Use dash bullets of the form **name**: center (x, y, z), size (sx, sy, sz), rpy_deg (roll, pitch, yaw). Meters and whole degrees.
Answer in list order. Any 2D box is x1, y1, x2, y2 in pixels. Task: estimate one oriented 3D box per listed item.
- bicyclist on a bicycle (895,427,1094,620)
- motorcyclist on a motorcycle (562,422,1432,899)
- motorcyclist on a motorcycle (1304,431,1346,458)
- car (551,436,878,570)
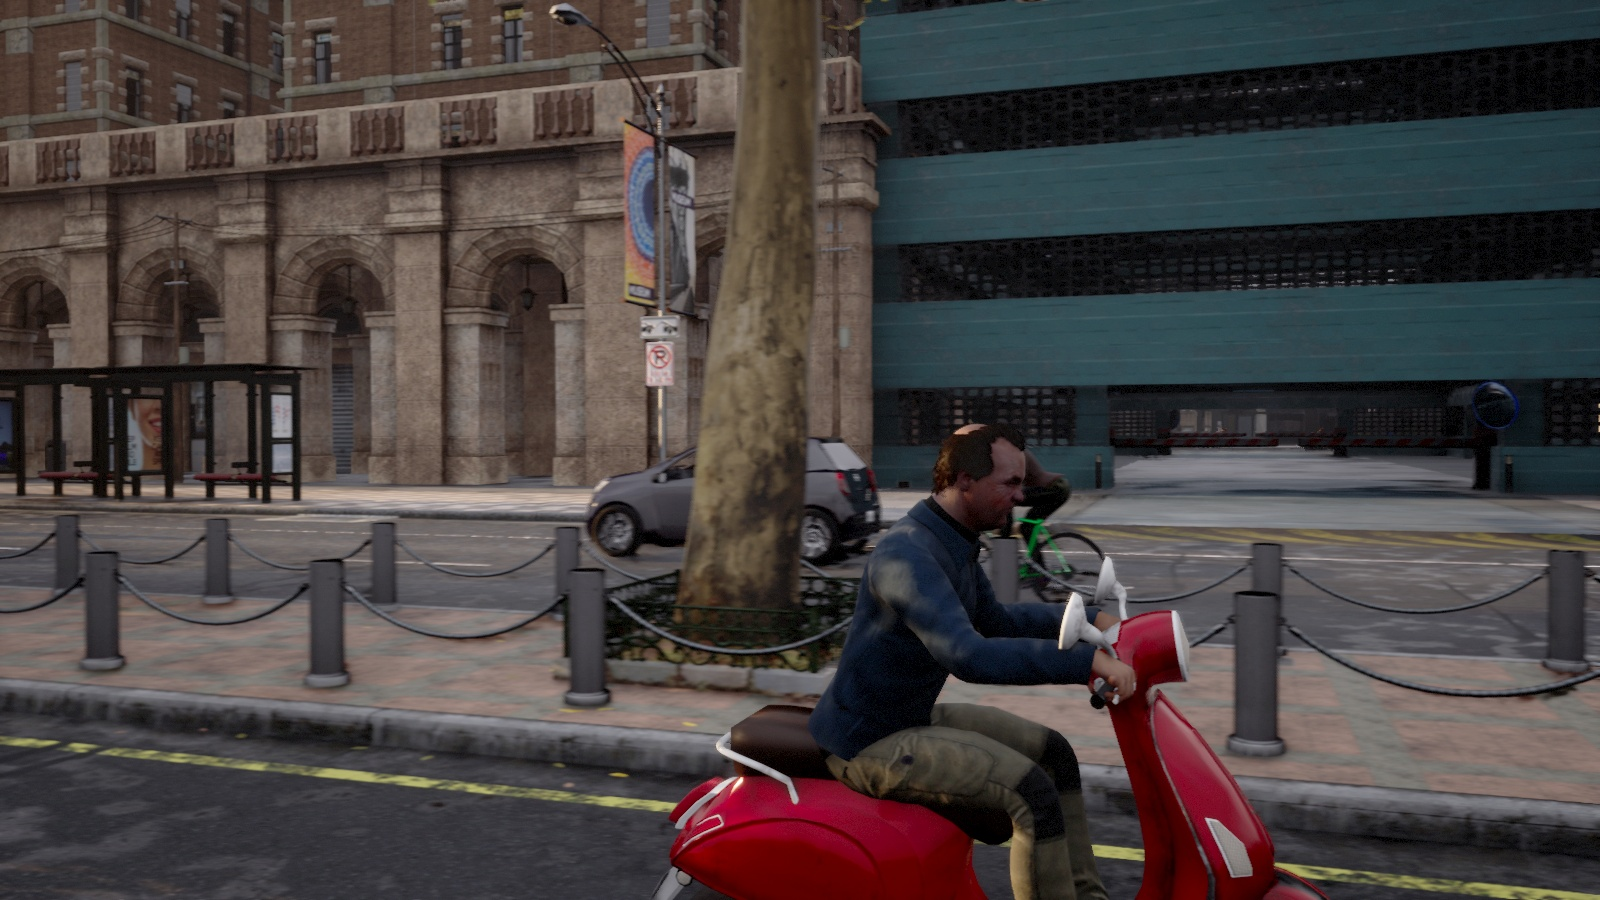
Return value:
- **bicyclist on a bicycle**: center (1.710, 0.609, 11.057), size (1.656, 1.620, 0.582), rpy_deg (0, 1, 19)
- **motorcyclist on a motorcycle**: center (0.447, 0.733, 3.042), size (1.817, 1.590, 0.866), rpy_deg (1, 1, 19)
- **motorcyclist on a motorcycle**: center (32.979, -0.362, 78.888), size (2.350, 1.649, 0.766), rpy_deg (1, 1, 18)
- **car**: center (-1.028, 0.586, 15.671), size (3.633, 1.501, 1.845), rpy_deg (1, 1, 19)
